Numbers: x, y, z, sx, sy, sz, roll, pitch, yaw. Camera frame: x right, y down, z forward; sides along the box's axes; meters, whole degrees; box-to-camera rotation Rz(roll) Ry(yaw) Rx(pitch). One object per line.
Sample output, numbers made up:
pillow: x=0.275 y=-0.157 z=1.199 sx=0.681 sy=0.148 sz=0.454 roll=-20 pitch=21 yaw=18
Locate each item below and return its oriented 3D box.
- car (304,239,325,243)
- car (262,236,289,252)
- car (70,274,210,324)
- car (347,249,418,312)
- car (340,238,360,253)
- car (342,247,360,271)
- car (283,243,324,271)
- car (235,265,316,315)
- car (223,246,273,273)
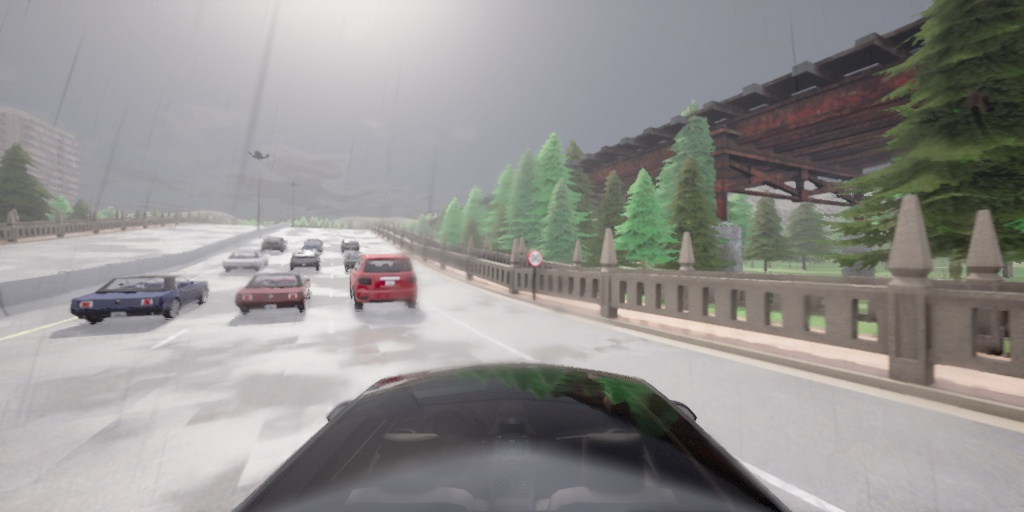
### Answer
car: x=-20.741 y=-1.121 z=37.564 sx=2.033 sy=1.411 sz=5.357 roll=0 pitch=7 yaw=-26
car: x=-24.158 y=-1.249 z=36.593 sx=1.837 sy=1.490 sz=4.892 roll=0 pitch=7 yaw=-26
car: x=-11.777 y=1.252 z=11.844 sx=1.895 sy=1.301 sz=4.718 roll=0 pitch=2 yaw=-26
car: x=-5.306 y=0.910 z=14.548 sx=2.150 sy=2.045 sz=5.566 roll=0 pitch=2 yaw=-26
car: x=-17.891 y=-1.244 z=39.710 sx=2.128 sy=1.511 sz=4.902 roll=0 pitch=7 yaw=-26
car: x=-12.045 y=0.339 z=28.029 sx=1.895 sy=1.301 sz=4.718 roll=0 pitch=5 yaw=-26
car: x=-15.328 y=0.186 z=26.780 sx=2.128 sy=1.511 sz=4.902 roll=0 pitch=5 yaw=-26
car: x=-8.655 y=1.261 z=13.426 sx=1.895 sy=1.301 sz=4.718 roll=0 pitch=2 yaw=-26
car: x=-18.314 y=0.319 z=24.915 sx=1.895 sy=1.301 sz=4.718 roll=0 pitch=5 yaw=-26
